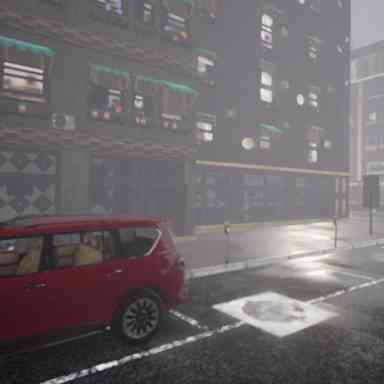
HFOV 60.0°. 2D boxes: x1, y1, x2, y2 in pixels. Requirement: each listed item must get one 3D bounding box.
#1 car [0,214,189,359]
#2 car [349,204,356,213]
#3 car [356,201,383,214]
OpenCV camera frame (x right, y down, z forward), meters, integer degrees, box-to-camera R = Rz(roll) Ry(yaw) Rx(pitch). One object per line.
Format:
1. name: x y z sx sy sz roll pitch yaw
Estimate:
1. car: -2.378 1.317 4.859 5.009 1.841 2.192 0 1 -36
2. car: 12.336 1.272 31.751 2.192 1.841 5.009 1 0 -36
3. car: 19.135 1.613 36.643 1.887 1.381 4.507 1 0 -36
